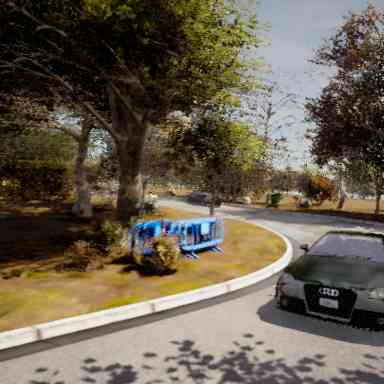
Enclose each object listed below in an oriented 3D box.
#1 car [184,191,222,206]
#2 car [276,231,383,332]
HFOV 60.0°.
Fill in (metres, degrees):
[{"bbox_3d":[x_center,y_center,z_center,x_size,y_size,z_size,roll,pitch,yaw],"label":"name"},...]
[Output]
[{"bbox_3d":[0.957,0.542,31.744,1.994,1.385,4.181,2,2,-34],"label":"car"},{"bbox_3d":[3.301,1.538,6.830,1.994,1.385,4.181,0,1,36],"label":"car"}]
